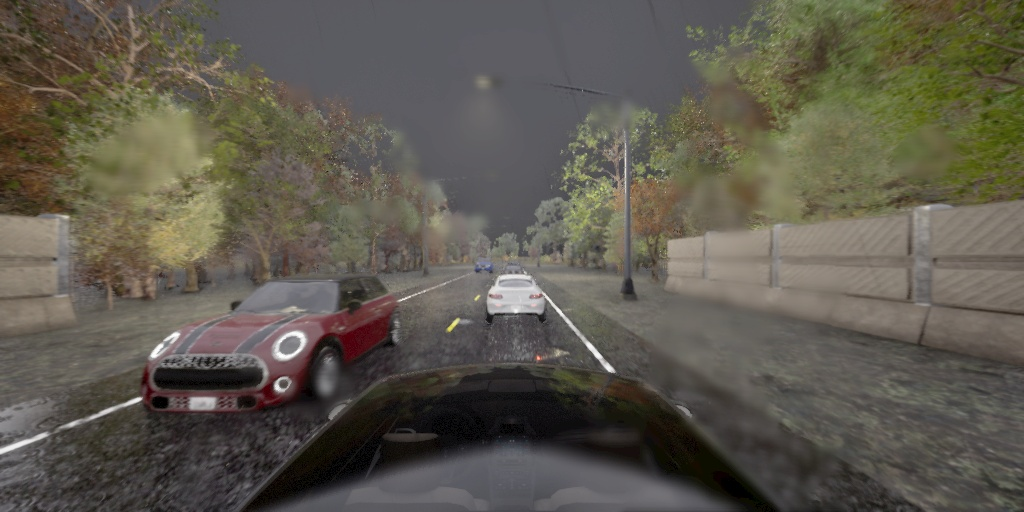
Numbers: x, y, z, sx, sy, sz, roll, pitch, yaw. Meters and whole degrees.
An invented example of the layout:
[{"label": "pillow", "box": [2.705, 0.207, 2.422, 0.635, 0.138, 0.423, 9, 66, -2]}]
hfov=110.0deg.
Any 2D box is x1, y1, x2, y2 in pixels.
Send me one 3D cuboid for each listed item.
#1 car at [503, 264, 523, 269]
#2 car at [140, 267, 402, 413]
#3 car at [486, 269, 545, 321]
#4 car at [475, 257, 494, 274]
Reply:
[{"label": "car", "box": [0.128, 1.466, 33.507, 2.033, 1.411, 5.357, 0, 0, 0]}, {"label": "car", "box": [-3.597, 1.130, 6.416, 2.097, 1.767, 4.553, 0, 0, 0]}, {"label": "car", "box": [0.113, 1.338, 12.615, 1.812, 1.442, 4.674, 0, 0, 0]}, {"label": "car", "box": [-3.551, 1.198, 46.662, 2.150, 2.045, 5.566, 0, 0, 0]}]
